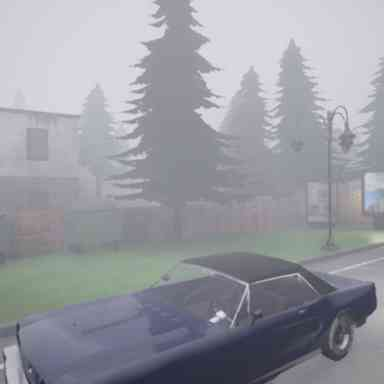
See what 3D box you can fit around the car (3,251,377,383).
[{"bbox_3d":[0.321,1.560,4.245,4.718,1.301,1.895,-1,1,-36],"label":"car"}]
